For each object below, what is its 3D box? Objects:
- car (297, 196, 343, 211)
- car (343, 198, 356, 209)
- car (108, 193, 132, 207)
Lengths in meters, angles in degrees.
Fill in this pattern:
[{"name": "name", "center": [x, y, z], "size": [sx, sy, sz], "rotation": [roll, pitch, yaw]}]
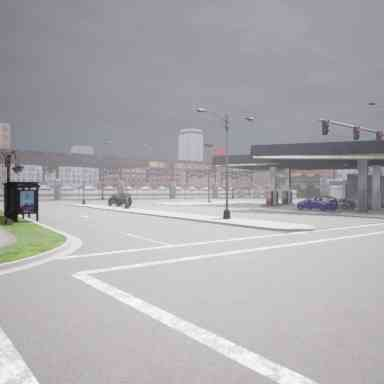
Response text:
[{"name": "car", "center": [14.352, 1.295, 38.353], "size": [2.242, 1.667, 4.611], "rotation": [0, 0, -35]}, {"name": "car", "center": [18.626, 1.456, 42.267], "size": [1.970, 1.475, 3.806], "rotation": [0, 0, -35]}, {"name": "car", "center": [-11.338, 1.222, 52.244], "size": [2.150, 2.045, 5.566], "rotation": [0, 0, -35]}]
